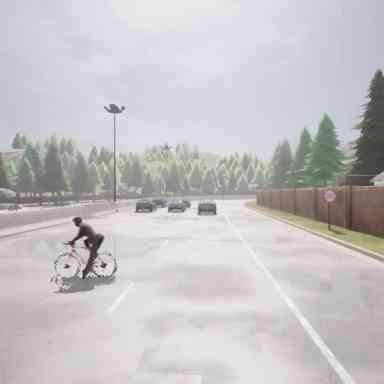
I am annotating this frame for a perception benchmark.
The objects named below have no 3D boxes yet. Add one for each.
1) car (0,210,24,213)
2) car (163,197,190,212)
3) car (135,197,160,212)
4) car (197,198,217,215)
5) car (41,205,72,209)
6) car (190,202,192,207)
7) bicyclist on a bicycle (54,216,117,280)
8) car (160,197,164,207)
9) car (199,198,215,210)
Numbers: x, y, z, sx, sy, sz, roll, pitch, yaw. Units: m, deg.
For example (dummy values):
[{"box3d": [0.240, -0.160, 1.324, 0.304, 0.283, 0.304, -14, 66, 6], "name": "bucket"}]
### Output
[{"box3d": [-13.086, 1.526, 22.967, 1.812, 1.442, 4.674, 0, 0, 3], "name": "car"}, {"box3d": [-1.741, 1.547, 39.113, 2.033, 1.411, 5.357, 0, 0, 3], "name": "car"}, {"box3d": [-5.271, 1.505, 38.576, 1.837, 1.490, 4.892, 0, 0, 3], "name": "car"}, {"box3d": [1.575, 1.491, 34.494, 2.128, 1.511, 4.902, 0, 0, 3], "name": "car"}, {"box3d": [-12.744, 1.564, 31.366, 1.994, 1.385, 4.181, 0, 0, 3], "name": "car"}, {"box3d": [-1.212, 1.526, 49.626, 1.812, 1.442, 4.674, 0, 0, 4], "name": "car"}, {"box3d": [-2.770, 1.455, 8.594, 1.656, 1.620, 0.582, -2, 0, 3], "name": "bicyclist on a bicycle"}, {"box3d": [-4.768, 1.505, 48.989, 1.837, 1.490, 4.892, 0, 0, 4], "name": "car"}, {"box3d": [2.039, 1.547, 44.843, 2.033, 1.411, 5.357, 0, 0, 3], "name": "car"}]
